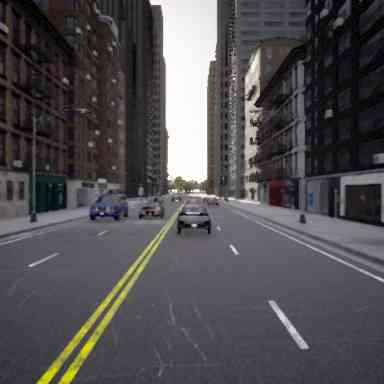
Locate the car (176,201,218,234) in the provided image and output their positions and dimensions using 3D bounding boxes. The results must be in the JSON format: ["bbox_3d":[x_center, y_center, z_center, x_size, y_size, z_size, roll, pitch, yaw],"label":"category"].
[{"bbox_3d":[0.120,1.490,19.374,2.128,1.511,4.902,0,0,0],"label":"car"}]

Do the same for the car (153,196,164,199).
[{"bbox_3d":[-6.438,1.489,65.252,2.033,1.411,5.357,0,0,0],"label":"car"}]

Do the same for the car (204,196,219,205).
[{"bbox_3d":[3.408,1.537,55.364,2.033,1.411,5.357,0,0,0],"label":"car"}]

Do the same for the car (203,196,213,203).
[{"bbox_3d":[3.323,1.529,70.151,1.994,1.385,4.181,0,0,0],"label":"car"}]

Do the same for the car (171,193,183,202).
[{"bbox_3d":[-3.176,1.136,70.303,2.150,2.045,5.566,0,0,0],"label":"car"}]

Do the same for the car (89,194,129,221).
[{"bbox_3d":[-6.566,1.195,27.003,2.150,2.045,5.566,0,0,0],"label":"car"}]

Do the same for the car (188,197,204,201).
[{"bbox_3d":[0.142,1.552,40.103,1.994,1.385,4.181,0,0,0],"label":"car"}]

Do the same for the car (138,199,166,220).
[{"bbox_3d":[-3.311,1.549,28.308,1.994,1.385,4.181,0,0,0],"label":"car"}]
